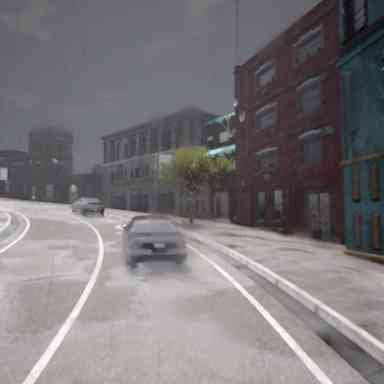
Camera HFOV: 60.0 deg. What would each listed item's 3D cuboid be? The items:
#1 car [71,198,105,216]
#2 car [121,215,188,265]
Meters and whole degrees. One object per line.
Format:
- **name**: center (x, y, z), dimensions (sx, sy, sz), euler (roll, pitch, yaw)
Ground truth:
- **car**: center (-9.199, 1.234, 29.227), dimensions (2.128, 1.511, 4.902), euler (2, 0, -34)
- **car**: center (-1.465, 1.534, 11.705), dimensions (2.033, 1.411, 5.357), euler (1, 0, -13)
